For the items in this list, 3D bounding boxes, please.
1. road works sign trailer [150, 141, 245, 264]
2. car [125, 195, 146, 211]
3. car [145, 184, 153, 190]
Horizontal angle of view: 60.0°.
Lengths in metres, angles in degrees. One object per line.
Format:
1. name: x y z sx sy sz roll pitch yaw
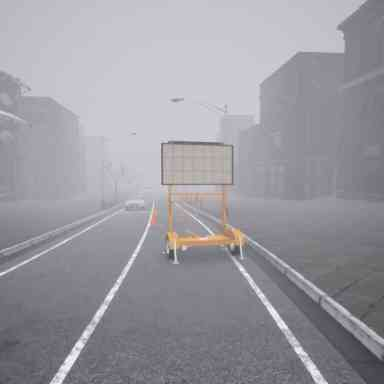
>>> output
1. road works sign trailer: 0.141 0.174 10.847 2.380 3.560 2.880 -1 1 -16
2. car: -5.498 1.062 32.689 1.812 1.442 4.674 0 0 -6
3. car: -11.204 -1.321 87.068 1.994 1.385 4.181 0 4 -6
